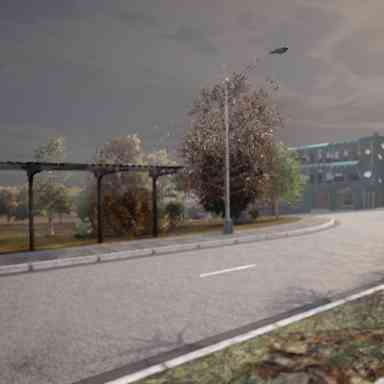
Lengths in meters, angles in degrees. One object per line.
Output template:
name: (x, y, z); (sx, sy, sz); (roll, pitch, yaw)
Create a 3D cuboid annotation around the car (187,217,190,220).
car: (-1.674, 5.959, 77.088); (1.812, 1.442, 4.674); (-1, -5, -8)

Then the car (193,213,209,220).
car: (1.675, 4.578, 61.353); (1.994, 1.385, 4.181); (-1, -5, -19)
